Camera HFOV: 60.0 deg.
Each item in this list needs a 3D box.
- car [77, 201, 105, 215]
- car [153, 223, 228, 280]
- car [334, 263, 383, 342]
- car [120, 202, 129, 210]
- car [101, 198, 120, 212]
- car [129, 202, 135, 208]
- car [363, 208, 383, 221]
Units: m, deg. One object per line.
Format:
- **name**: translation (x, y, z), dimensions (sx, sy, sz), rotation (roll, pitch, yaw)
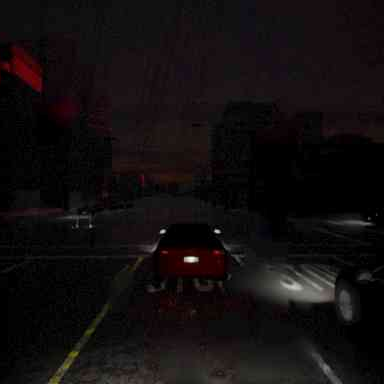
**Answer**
- **car**: translation (-12.069, 2.025, 39.171), dimensions (1.895, 1.301, 4.718), rotation (0, -1, -3)
- **car**: translation (-0.062, 1.646, 10.201), dimensions (1.994, 1.385, 4.181), rotation (0, 0, -1)
- **car**: translation (3.538, 1.539, 4.235), dimensions (1.837, 1.490, 4.892), rotation (0, 0, 0)
- **car**: translation (-13.181, 2.549, 59.823), dimensions (1.994, 1.385, 4.181), rotation (0, -2, -3)
- **car**: translation (-12.669, 1.906, 49.908), dimensions (2.150, 2.045, 5.566), rotation (0, -2, -3)
- **car**: translation (-13.922, 2.962, 73.889), dimensions (1.895, 1.301, 4.718), rotation (0, -1, -3)
- **car**: translation (15.777, 1.507, 24.837), dimensions (5.357, 1.411, 2.033), rotation (-1, 0, -4)
